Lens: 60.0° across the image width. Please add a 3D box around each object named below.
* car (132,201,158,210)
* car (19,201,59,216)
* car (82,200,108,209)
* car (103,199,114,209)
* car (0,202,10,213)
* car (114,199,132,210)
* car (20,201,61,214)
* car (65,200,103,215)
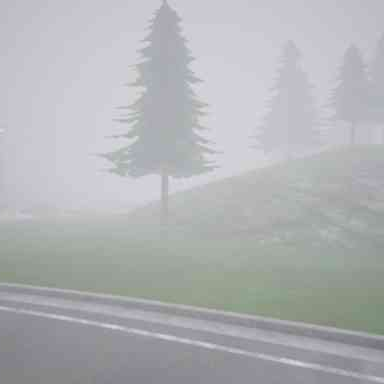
[{"bbox_3d":[-7.467,2.279,55.855,2.128,1.511,4.902,0,-1,21],"label":"car"},{"bbox_3d":[-17.969,2.005,38.963,1.994,1.385,4.181,0,-1,21],"label":"car"},{"bbox_3d":[-17.273,2.279,59.610,1.837,1.490,4.892,0,-1,22],"label":"car"},{"bbox_3d":[-13.957,1.838,58.475,2.097,1.767,4.553,0,-1,21],"label":"car"},{"bbox_3d":[-24.779,1.912,40.761,1.837,1.490,4.892,0,1,21],"label":"car"},{"bbox_3d":[-10.817,2.248,56.907,1.882,1.535,5.008,0,-1,22],"label":"car"},{"bbox_3d":[-19.826,2.004,43.767,1.837,1.490,4.892,0,-2,22],"label":"car"},{"bbox_3d":[-13.444,2.032,40.903,1.812,1.442,4.674,0,-1,22],"label":"car"}]
